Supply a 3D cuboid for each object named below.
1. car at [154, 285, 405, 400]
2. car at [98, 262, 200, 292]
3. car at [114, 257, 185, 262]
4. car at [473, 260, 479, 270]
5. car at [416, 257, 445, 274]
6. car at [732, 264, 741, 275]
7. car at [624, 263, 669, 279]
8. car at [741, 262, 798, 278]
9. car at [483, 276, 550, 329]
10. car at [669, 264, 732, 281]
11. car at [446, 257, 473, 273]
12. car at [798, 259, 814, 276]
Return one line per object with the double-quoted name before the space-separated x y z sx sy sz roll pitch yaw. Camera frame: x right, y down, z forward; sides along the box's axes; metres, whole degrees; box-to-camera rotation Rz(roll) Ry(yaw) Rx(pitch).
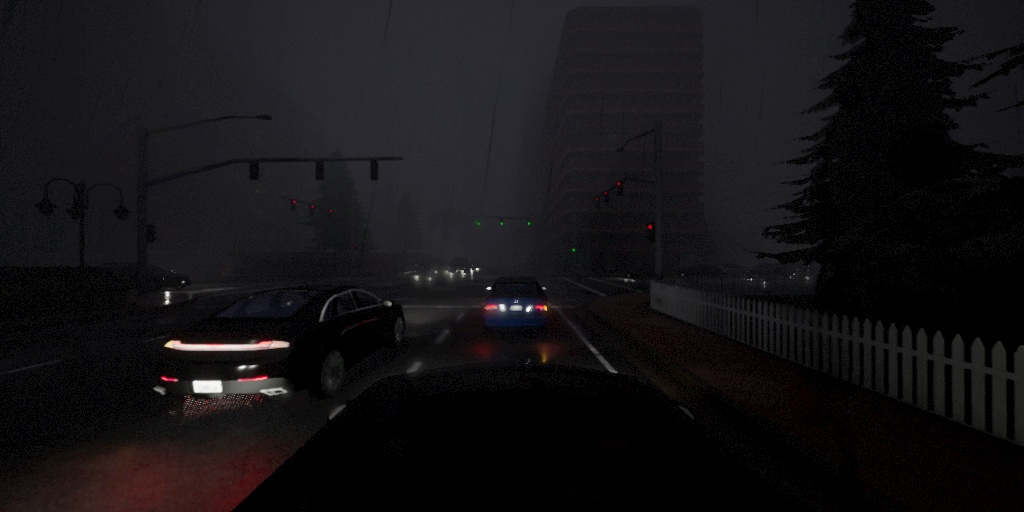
"car" -3.419 1.263 6.466 2.128 1.511 4.902 0 0 0
"car" -21.707 1.282 21.006 4.892 1.490 1.837 0 0 0
"car" -25.713 1.144 24.485 4.553 1.767 2.097 0 0 0
"car" -7.004 1.497 58.617 1.837 1.490 4.892 0 0 0
"car" -10.513 1.159 45.650 2.150 2.045 5.566 0 0 2
"car" 22.069 1.444 36.629 4.718 1.301 1.895 0 0 -30
"car" 13.167 1.375 33.069 5.357 1.411 2.033 0 0 -13
"car" 24.381 1.379 33.916 5.357 1.411 2.033 0 0 -31
"car" 0.140 1.339 11.373 2.033 1.411 5.357 0 0 1
"car" 15.899 1.380 30.243 4.181 1.385 1.994 0 0 -20
"car" -7.040 1.172 48.808 2.150 2.045 5.566 0 0 0
"car" 32.372 1.080 40.241 2.150 2.045 5.566 0 0 43
